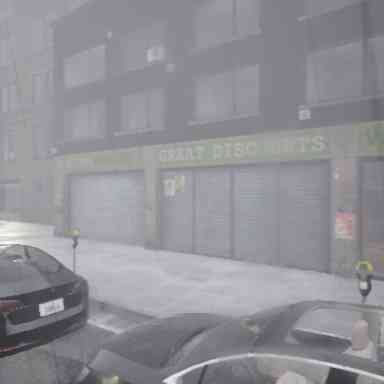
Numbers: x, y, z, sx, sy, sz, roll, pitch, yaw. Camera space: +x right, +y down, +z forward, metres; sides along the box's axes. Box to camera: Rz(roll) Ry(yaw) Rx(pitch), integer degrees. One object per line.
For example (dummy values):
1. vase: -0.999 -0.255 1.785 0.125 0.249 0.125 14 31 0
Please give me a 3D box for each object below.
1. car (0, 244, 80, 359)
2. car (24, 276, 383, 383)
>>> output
1. car: -3.545 1.556 5.604 4.313 1.339 1.947 0 0 35
2. car: 0.955 1.548 2.401 4.403 1.369 2.008 0 0 35
